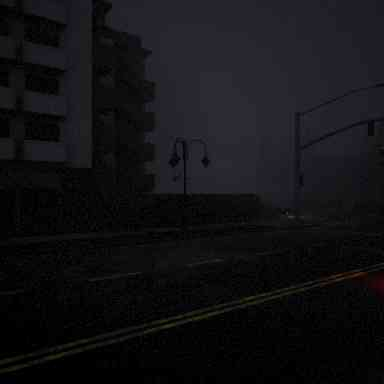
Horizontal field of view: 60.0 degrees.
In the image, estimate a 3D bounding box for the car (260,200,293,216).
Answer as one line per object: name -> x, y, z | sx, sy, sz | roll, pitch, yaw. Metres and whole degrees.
car -> 7.229, 1.547, 32.841 | 2.033, 1.411, 5.357 | 0, 0, -38
